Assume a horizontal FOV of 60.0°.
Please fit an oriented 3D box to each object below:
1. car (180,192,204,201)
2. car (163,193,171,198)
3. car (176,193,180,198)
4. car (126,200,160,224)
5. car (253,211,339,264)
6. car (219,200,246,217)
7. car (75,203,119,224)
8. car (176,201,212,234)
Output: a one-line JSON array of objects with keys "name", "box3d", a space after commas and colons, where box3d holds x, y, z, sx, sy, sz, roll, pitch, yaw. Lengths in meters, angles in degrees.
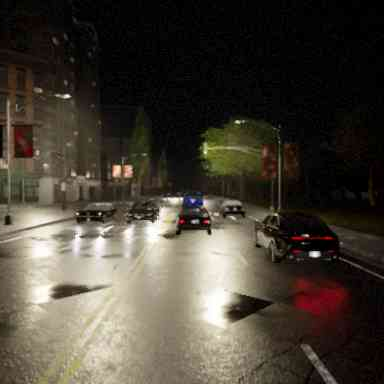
[{"name": "car", "box3d": [0.099, 0.984, 35.418, 2.150, 2.045, 5.566, 0, 1, 0]}, {"name": "car", "box3d": [-6.504, 0.945, 88.735, 2.128, 1.511, 4.902, 0, 0, 0]}, {"name": "car", "box3d": [-3.254, 0.945, 88.735, 2.128, 1.511, 4.902, 0, 0, 0]}, {"name": "car", "box3d": [-3.299, 1.350, 23.151, 1.837, 1.490, 4.892, 0, 0, 1]}, {"name": "car", "box3d": [3.349, 1.428, 11.488, 1.837, 1.490, 4.892, 0, 0, 0]}, {"name": "car", "box3d": [3.348, 1.356, 28.343, 2.033, 1.411, 5.357, 0, 0, 0]}, {"name": "car", "box3d": [-6.549, 1.443, 23.298, 1.895, 1.301, 4.718, 0, 0, 1]}, {"name": "car", "box3d": [0.097, 1.424, 18.244, 2.033, 1.411, 5.357, 0, 0, 0]}]
